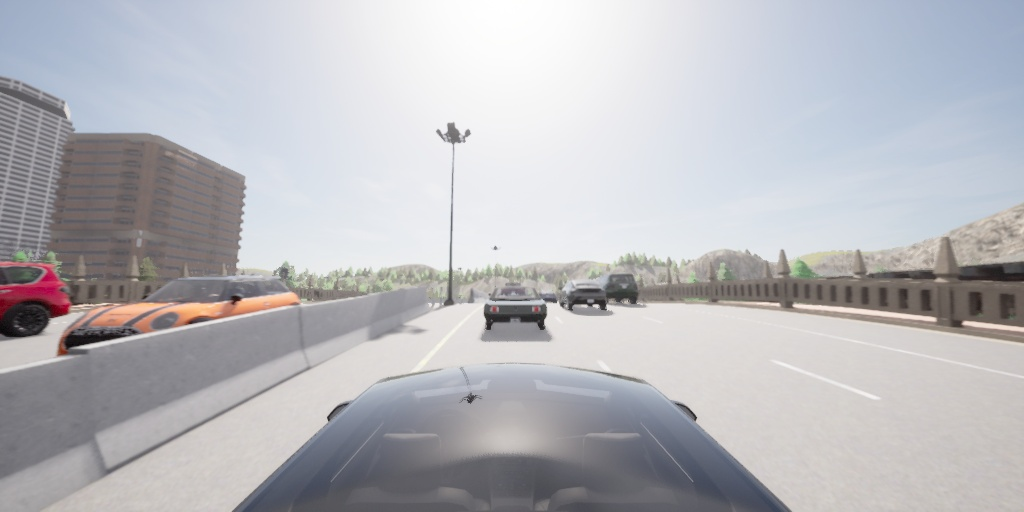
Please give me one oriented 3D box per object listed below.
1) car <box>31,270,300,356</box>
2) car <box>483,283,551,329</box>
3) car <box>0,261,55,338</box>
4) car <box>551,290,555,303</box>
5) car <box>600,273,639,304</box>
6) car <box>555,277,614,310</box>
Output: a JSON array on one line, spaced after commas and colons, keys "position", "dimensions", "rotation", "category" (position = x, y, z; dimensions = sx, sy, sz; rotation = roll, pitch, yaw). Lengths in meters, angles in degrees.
[{"position": [-7.091, 1.251, 8.388], "dimensions": [2.097, 1.767, 4.553], "rotation": [0, -2, 0], "category": "car"}, {"position": [0.097, 1.686, 12.562], "dimensions": [1.895, 1.301, 4.718], "rotation": [0, -3, 0], "category": "car"}, {"position": [-14.096, 1.110, 8.184], "dimensions": [2.150, 2.045, 5.566], "rotation": [0, -2, 0], "category": "car"}, {"position": [3.594, 4.265, 38.099], "dimensions": [1.994, 1.385, 4.181], "rotation": [0, -7, 0], "category": "car"}, {"position": [7.095, 2.335, 25.318], "dimensions": [2.150, 2.045, 5.566], "rotation": [0, -6, 0], "category": "car"}, {"position": [3.597, 2.007, 18.827], "dimensions": [1.837, 1.490, 4.892], "rotation": [0, -5, 0], "category": "car"}]
